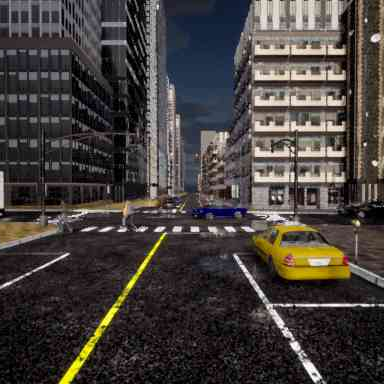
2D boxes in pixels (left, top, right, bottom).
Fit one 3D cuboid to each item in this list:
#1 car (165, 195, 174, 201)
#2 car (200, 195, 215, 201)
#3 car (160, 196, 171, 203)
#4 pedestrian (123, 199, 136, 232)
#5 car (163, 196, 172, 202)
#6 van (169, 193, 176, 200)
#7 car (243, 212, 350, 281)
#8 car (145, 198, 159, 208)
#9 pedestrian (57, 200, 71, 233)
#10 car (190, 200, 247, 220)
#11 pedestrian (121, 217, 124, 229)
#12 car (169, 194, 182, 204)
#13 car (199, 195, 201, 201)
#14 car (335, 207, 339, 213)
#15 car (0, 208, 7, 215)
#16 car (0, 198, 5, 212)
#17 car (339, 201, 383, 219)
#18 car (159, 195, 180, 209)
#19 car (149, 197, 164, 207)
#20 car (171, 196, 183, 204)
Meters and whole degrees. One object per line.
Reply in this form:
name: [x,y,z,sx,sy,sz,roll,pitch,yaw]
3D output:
car: [-5.547,1.530,81.426,1.887,1.381,4.507,-1,0,0]
car: [2.779,1.539,53.138,2.008,1.369,4.403,-1,0,0]
car: [-5.568,1.531,70.117,1.887,1.381,4.507,-1,0,0]
pedestrian: [-3.417,1.289,18.408,0.375,1.860,0.375,-1,1,0]
car: [-5.557,1.568,75.771,1.802,1.307,4.206,-1,0,0]
van: [-5.528,1.325,92.736,1.690,1.788,3.998,-1,0,0]
car: [2.825,1.523,9.698,1.752,1.417,4.829,-1,0,0]
car: [-5.612,1.515,47.329,1.752,1.417,4.829,-1,0,0]
pedestrian: [-6.921,1.289,17.873,0.375,1.860,0.375,-1,1,0]
car: [2.190,1.594,27.610,4.718,1.301,1.895,0,0,-32]
pedestrian: [-3.677,1.289,19.063,0.375,1.860,0.375,-1,1,0]
car: [-2.981,1.514,55.612,1.812,1.442,4.674,0,0,0]
car: [2.843,1.425,87.065,1.967,1.590,4.097,-1,0,0]
car: [16.376,1.624,32.635,4.403,1.369,2.008,0,0,1]
car: [-18.277,1.423,27.392,5.357,1.411,2.033,0,1,1]
car: [-21.598,1.276,33.206,4.829,1.417,1.752,0,0,1]
car: [16.456,1.595,30.037,5.008,1.535,1.882,1,1,1]
car: [-3.002,1.494,45.865,1.837,1.490,4.892,0,0,0]
car: [-5.601,1.554,53.153,1.947,1.339,4.313,-1,0,0]
car: [-2.911,1.534,65.997,2.033,1.411,5.357,0,0,0]
